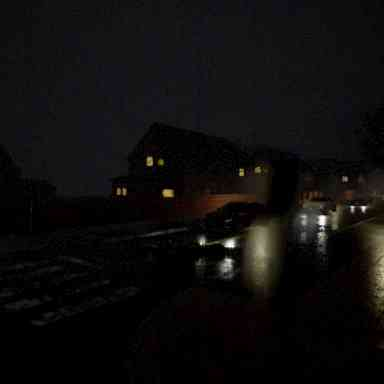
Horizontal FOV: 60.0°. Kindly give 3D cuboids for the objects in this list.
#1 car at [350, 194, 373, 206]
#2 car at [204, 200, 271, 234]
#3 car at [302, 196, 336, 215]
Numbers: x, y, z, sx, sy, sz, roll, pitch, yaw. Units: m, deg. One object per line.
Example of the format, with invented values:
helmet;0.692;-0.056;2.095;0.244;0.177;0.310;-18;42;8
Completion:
car;21.464;0.939;41.927;2.033;1.411;5.357;2;2;38
car;2.619;1.260;18.366;1.882;1.535;5.008;2;2;38
car;11.316;1.125;29.303;1.812;1.442;4.674;2;2;39
